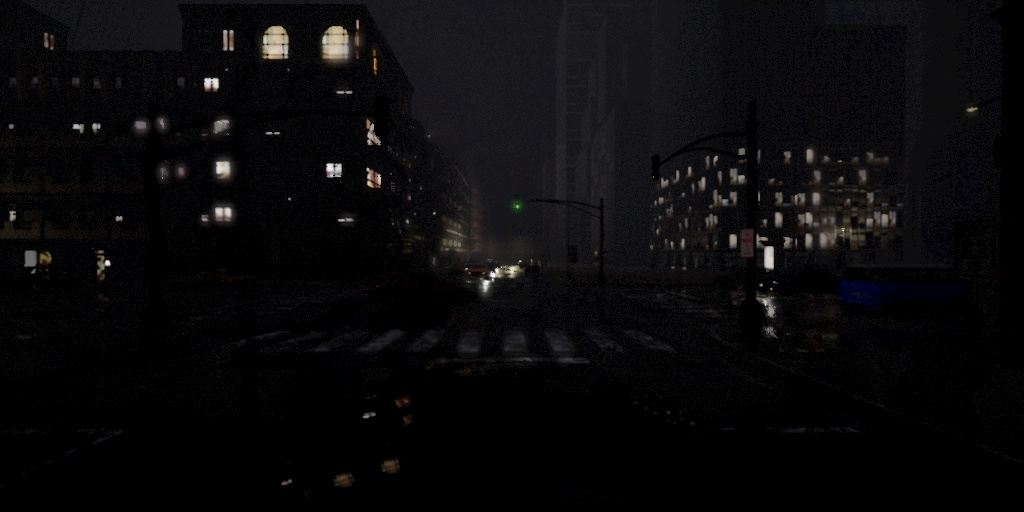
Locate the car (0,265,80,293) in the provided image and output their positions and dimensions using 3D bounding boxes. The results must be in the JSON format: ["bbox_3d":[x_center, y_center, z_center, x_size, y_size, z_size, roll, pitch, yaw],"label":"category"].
[{"bbox_3d":[-28.844,1.325,21.502,4.097,1.591,1.967,0,0,0],"label":"car"}]

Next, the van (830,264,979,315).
[{"bbox_3d":[14.653,1.194,13.334,3.998,1.789,1.690,0,0,0],"label":"van"}]

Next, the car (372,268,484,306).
[{"bbox_3d":[-3.745,1.402,15.929,4.674,1.442,1.812,0,0,0],"label":"car"}]

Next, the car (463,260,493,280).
[{"bbox_3d":[-3.200,1.444,34.725,1.882,1.535,5.008,0,0,0],"label":"car"}]

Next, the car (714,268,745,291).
[{"bbox_3d":[14.612,1.349,21.715,4.313,1.339,1.948,0,0,0],"label":"car"}]

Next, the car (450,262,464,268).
[{"bbox_3d":[-5.813,1.545,39.678,1.888,1.381,4.507,0,0,0],"label":"car"}]

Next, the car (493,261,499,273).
[{"bbox_3d":[-3.247,1.666,49.332,1.895,1.301,4.718,0,0,0],"label":"car"}]

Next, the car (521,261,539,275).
[{"bbox_3d":[2.515,1.583,45.411,1.888,1.381,4.507,0,0,0],"label":"car"}]

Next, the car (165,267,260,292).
[{"bbox_3d":[-17.946,1.381,21.556,4.829,1.417,1.751,0,0,0],"label":"car"}]

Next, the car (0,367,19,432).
[{"bbox_3d":[-5.690,1.300,1.613,2.007,1.370,4.403,0,0,0],"label":"car"}]

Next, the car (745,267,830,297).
[{"bbox_3d":[15.282,1.367,19.121,4.181,1.385,1.994,0,0,0],"label":"car"}]
